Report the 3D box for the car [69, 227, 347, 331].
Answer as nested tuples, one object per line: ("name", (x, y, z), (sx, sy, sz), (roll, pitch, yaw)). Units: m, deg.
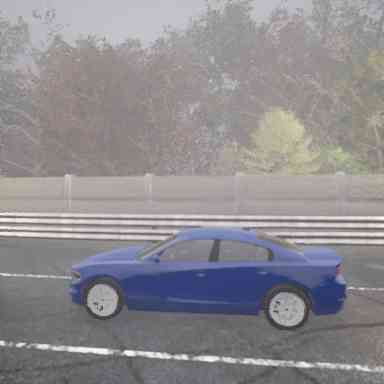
("car", (0.207, 1.428, 6.346), (5.008, 1.535, 1.882), (0, 1, 8))
